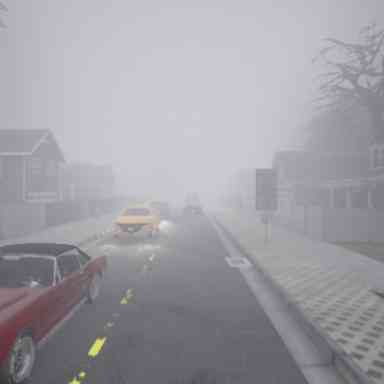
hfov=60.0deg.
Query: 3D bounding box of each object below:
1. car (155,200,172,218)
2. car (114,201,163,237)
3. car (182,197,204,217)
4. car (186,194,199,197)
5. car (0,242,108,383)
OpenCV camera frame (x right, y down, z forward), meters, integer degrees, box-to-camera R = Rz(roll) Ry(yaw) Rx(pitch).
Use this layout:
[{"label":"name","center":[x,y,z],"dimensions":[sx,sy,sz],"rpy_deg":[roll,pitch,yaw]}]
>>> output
[{"label":"car","center":[-2.844,1.487,29.793],"dimensions":[2.128,1.511,4.902],"rpy_deg":[0,0,0]},{"label":"car","center":[-2.863,1.469,18.036],"dimensions":[1.882,1.535,5.008],"rpy_deg":[0,0,0]},{"label":"car","center":[0.080,1.523,31.730],"dimensions":[1.812,1.442,4.674],"rpy_deg":[0,0,0]},{"label":"car","center":[0.070,1.249,48.739],"dimensions":[2.150,2.045,5.566],"rpy_deg":[0,0,0]},{"label":"car","center":[-2.851,1.598,5.387],"dimensions":[1.895,1.301,4.718],"rpy_deg":[0,0,0]}]
